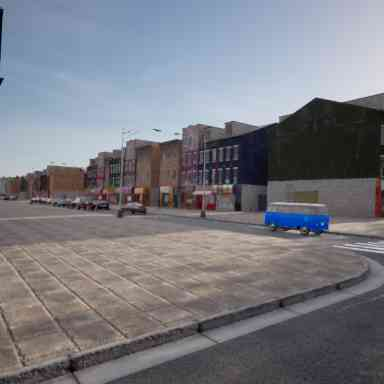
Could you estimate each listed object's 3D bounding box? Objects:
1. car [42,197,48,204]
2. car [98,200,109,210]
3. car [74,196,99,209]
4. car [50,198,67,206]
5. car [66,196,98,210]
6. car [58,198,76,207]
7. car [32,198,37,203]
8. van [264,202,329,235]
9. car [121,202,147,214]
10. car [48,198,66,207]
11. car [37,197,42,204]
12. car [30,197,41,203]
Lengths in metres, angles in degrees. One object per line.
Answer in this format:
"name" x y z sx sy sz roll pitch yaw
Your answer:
"car" -29.101 1.870 68.906 1.752 1.417 4.829 3 -2 -36
"car" -13.012 1.813 46.598 1.947 1.339 4.313 3 -2 -36
"car" -16.202 1.577 51.038 2.192 1.841 5.009 3 -2 -36
"car" -25.804 1.886 64.334 1.947 1.339 4.313 3 -2 -36
"car" -14.846 1.489 44.746 2.097 1.767 4.553 3 -2 -35
"car" -22.606 1.843 59.901 1.887 1.381 4.507 3 -2 -36
"car" -35.396 1.838 77.638 1.967 1.590 4.097 3 -2 -36
"van" 6.183 1.555 19.998 1.690 1.788 3.998 3 -2 -36
"car" -6.617 1.808 37.730 1.802 1.307 4.206 3 -2 -36
"car" -20.672 1.710 52.719 2.033 1.411 5.357 3 -2 -36
"car" -32.202 1.952 73.201 1.802 1.307 4.206 3 -2 -36
"car" -38.598 2.010 82.067 1.802 1.307 4.206 3 -2 -36
